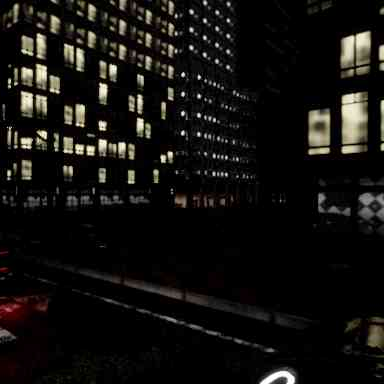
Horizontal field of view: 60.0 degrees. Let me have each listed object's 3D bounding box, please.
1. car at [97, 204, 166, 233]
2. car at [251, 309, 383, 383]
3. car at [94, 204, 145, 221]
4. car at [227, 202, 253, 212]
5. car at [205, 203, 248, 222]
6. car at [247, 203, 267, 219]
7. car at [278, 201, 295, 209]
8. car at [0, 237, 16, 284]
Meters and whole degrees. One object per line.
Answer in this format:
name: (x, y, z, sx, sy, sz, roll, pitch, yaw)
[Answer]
car: (-4.078, 1.763, 23.420, 2.192, 1.841, 5.009, 0, -1, 40)
car: (2.506, 1.356, 1.747, 4.553, 1.767, 2.097, -1, -1, 39)
car: (-7.064, 1.991, 32.968, 1.752, 1.417, 4.829, 0, -1, 40)
car: (7.397, 2.306, 50.493, 1.947, 1.339, 4.313, 0, -1, 40)
car: (3.208, 2.113, 32.249, 1.752, 1.417, 4.829, 0, -1, 40)
car: (6.689, 2.236, 36.468, 1.802, 1.307, 4.206, 0, -1, 40)
car: (18.053, 2.463, 63.408, 1.752, 1.417, 4.829, 0, -1, 40)
car: (-6.454, 1.617, 8.832, 4.892, 1.490, 1.837, -1, -1, 39)
